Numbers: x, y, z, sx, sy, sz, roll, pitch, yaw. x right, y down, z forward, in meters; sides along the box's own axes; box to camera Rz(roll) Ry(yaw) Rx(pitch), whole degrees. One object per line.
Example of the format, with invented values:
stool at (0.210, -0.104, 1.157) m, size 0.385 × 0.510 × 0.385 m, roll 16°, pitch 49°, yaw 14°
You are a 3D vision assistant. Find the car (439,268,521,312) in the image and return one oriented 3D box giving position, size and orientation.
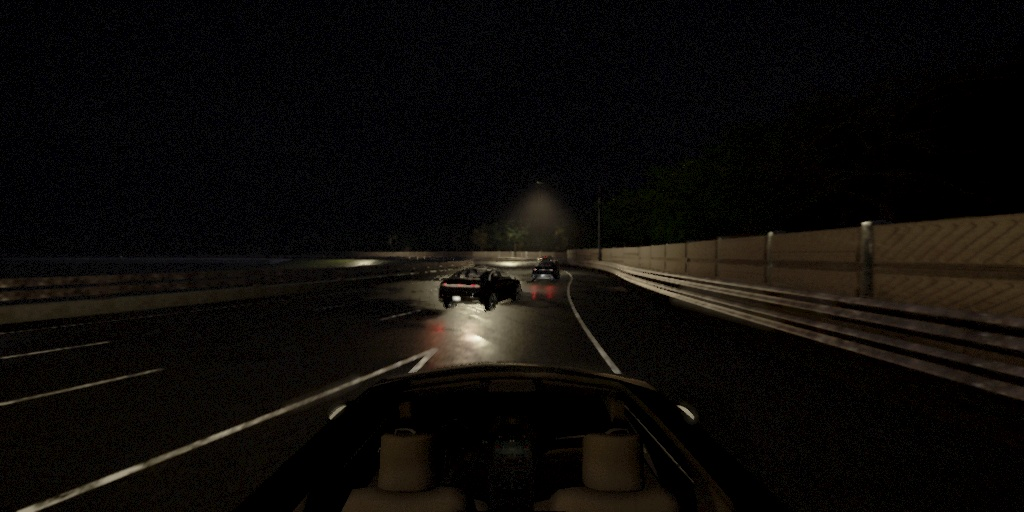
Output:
car at (-1.074, 1.210, 14.296) m, size 2.128 × 1.511 × 4.902 m, roll 1°, pitch 0°, yaw 19°

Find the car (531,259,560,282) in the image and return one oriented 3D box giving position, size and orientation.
car at (2.673, 1.205, 28.179) m, size 2.128 × 1.511 × 4.902 m, roll 1°, pitch 0°, yaw 11°
